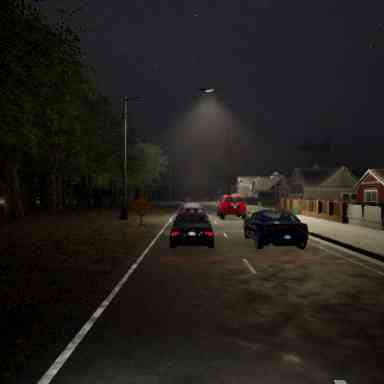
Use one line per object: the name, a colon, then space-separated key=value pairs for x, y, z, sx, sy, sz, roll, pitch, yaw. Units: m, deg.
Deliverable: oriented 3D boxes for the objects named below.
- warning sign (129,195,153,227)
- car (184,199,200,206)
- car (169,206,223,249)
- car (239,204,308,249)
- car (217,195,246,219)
warning sign: x=-3.051 y=1.137 z=20.038 sx=1.300 sy=1.860 sz=1.060 roll=0 pitch=0 yaw=0
car: x=0.000 y=1.600 z=29.650 sx=2.033 sy=1.411 sz=5.357 roll=0 pitch=0 yaw=0
car: x=0.001 y=1.579 z=14.650 sx=2.033 sy=1.411 sz=5.357 roll=0 pitch=0 yaw=0
car: x=3.501 y=1.501 z=14.650 sx=1.882 sy=1.535 sz=5.008 roll=0 pitch=0 yaw=0
car: x=3.501 y=1.295 z=29.680 sx=2.150 sy=2.045 sz=5.566 roll=0 pitch=0 yaw=0
